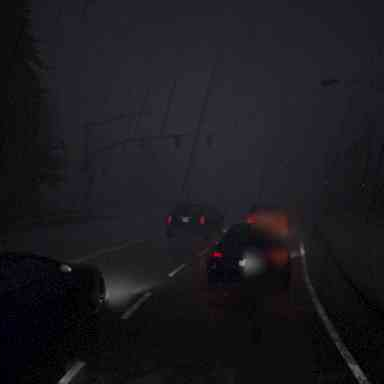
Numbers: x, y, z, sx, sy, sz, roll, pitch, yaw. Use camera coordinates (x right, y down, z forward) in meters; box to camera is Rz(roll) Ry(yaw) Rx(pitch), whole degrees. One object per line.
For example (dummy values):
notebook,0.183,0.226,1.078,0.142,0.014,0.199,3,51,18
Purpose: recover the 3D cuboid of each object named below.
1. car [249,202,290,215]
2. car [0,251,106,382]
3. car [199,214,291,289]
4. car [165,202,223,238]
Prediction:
car,4.048,1.319,17.604,2.097,1.767,4.553,0,0,16
car,-2.826,1.541,4.788,1.994,1.385,4.181,0,0,8
car,1.706,1.545,9.288,1.994,1.385,4.181,0,0,15
car,0.285,1.309,17.202,2.097,1.767,4.553,0,0,16
